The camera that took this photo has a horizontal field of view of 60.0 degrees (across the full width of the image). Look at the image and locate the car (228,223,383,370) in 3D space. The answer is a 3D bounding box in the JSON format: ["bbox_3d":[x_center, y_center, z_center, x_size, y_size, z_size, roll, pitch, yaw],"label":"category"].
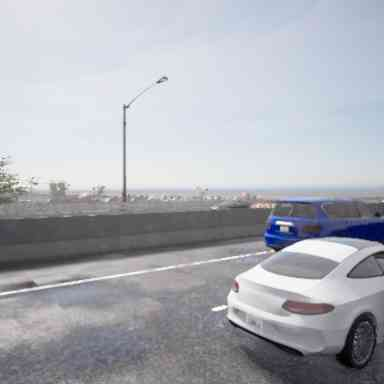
[{"bbox_3d":[2.684,1.515,5.660,4.674,1.442,1.812,0,0,-35],"label":"car"}]

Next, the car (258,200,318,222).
[{"bbox_3d":[7.777,1.433,26.728,5.008,1.535,1.882,0,0,-35],"label":"car"}]

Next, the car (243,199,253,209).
[{"bbox_3d":[7.363,1.303,30.730,4.553,1.767,2.097,0,0,-35],"label":"car"}]

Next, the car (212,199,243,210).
[{"bbox_3d":[4.153,1.446,32.740,4.902,1.511,2.128,0,0,-35],"label":"car"}]

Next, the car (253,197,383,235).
[{"bbox_3d":[4.968,1.201,11.586,5.566,2.045,2.150,0,0,-35],"label":"car"}]
